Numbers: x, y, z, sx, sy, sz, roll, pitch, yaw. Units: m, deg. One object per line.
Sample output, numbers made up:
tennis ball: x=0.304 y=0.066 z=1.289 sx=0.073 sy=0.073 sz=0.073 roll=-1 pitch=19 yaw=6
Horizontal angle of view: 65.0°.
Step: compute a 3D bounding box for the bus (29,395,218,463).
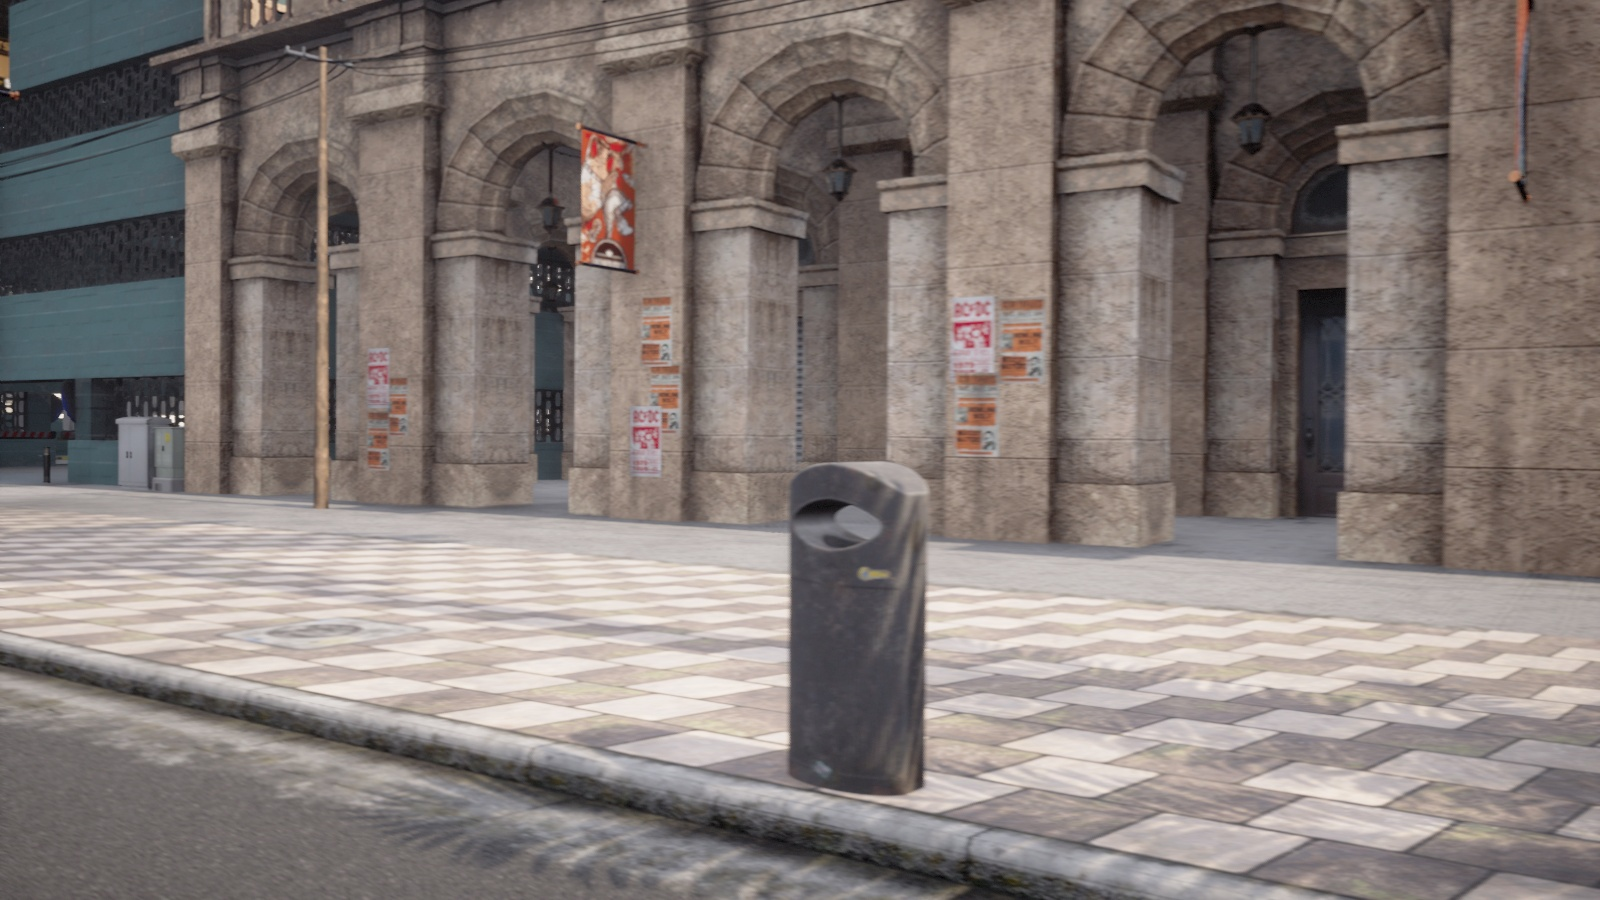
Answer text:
bus: x=-44.635 y=-1.377 z=83.295 sx=3.944 sy=4.253 sz=10.273 roll=0 pitch=1 yaw=34
